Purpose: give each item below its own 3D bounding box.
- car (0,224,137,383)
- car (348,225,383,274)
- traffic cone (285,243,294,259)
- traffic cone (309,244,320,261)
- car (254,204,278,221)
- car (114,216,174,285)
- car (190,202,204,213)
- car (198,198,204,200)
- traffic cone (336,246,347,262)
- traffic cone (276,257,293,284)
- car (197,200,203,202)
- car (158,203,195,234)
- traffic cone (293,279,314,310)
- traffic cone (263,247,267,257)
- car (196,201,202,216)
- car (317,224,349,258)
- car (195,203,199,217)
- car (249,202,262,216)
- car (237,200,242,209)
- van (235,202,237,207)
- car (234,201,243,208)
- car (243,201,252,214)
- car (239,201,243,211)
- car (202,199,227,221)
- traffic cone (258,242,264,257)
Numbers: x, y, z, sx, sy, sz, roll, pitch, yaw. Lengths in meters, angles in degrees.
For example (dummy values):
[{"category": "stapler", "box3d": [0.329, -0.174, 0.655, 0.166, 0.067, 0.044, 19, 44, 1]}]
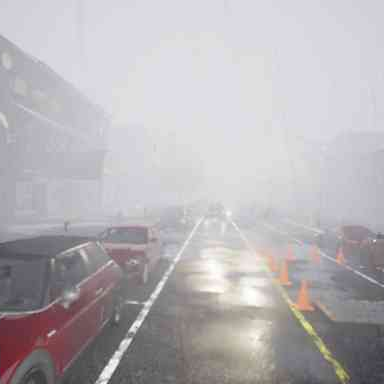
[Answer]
[{"category": "car", "box3d": [-2.213, 1.389, 4.127, 1.967, 1.590, 4.097, 2, -1, 4]}, {"category": "car", "box3d": [6.516, 1.728, 9.101, 2.192, 1.841, 5.009, 2, -1, 4]}, {"category": "traffic cone", "box3d": [3.784, 2.291, 13.015, 0.340, 0.580, 0.340, 3, -1, 4]}, {"category": "traffic cone", "box3d": [4.781, 2.336, 12.948, 0.340, 0.580, 0.340, 3, -1, 4]}, {"category": "car", "box3d": [8.359, 2.404, 36.774, 1.947, 1.339, 4.313, 2, -1, 4]}, {"category": "car", "box3d": [-1.846, 1.579, 9.661, 1.887, 1.381, 4.507, 2, -1, 4]}, {"category": "car", "box3d": [0.747, 2.210, 48.408, 1.802, 1.307, 4.206, 2, -1, 4]}, {"category": "car", "box3d": [1.869, 2.197, 65.017, 2.192, 1.841, 5.009, 2, -1, 4]}, {"category": "traffic cone", "box3d": [5.778, 2.382, 12.880, 0.340, 0.580, 0.340, 3, -1, 4]}, {"category": "traffic cone", "box3d": [2.521, 2.185, 9.092, 0.340, 0.580, 0.340, 3, -1, 4]}, {"category": "car", "box3d": [0.377, 2.094, 42.873, 2.008, 1.369, 4.403, 2, -1, 4]}, {"category": "car", "box3d": [-1.101, 1.644, 20.733, 1.967, 1.590, 4.097, 2, -1, 4]}, {"category": "traffic cone", "box3d": [2.387, 2.154, 7.096, 0.340, 0.580, 0.340, 3, -1, 4]}, {"category": "traffic cone", "box3d": [2.654, 2.215, 11.087, 0.340, 0.580, 0.340, 3, -1, 4]}, {"category": "car", "box3d": [0.006, 2.041, 37.337, 1.802, 1.307, 4.206, 2, -1, 4]}, {"category": "car", "box3d": [6.876, 2.080, 14.633, 1.802, 1.307, 4.206, 2, -1, 4]}, {"category": "car", "box3d": [-0.734, 1.834, 26.267, 1.887, 1.381, 4.507, 2, -1, 4]}, {"category": "car", "box3d": [8.744, 2.450, 42.479, 1.752, 1.417, 4.829, 2, -1, 4]}, {"category": "car", "box3d": [10.226, 2.789, 64.621, 1.752, 1.417, 4.829, 2, -1, 4]}, {"category": "van", "box3d": [10.591, 2.687, 69.989, 1.690, 1.788, 3.998, 2, -1, 4]}, {"category": "car", "box3d": [11.338, 3.042, 81.227, 1.752, 1.417, 4.829, 2, -1, 4]}, {"category": "car", "box3d": [9.110, 2.322, 47.849, 2.192, 1.841, 5.009, 2, -1, 4]}, {"category": "car", "box3d": [9.841, 2.758, 58.915, 1.802, 1.307, 4.206, 2, -1, 4]}, {"category": "car", "box3d": [2.394, 1.875, 33.698, 2.097, 1.767, 4.553, 3, -1, 4]}, {"category": "traffic cone", "box3d": [2.788, 2.246, 13.082, 0.340, 0.580, 0.340, 3, -1, 4]}]
